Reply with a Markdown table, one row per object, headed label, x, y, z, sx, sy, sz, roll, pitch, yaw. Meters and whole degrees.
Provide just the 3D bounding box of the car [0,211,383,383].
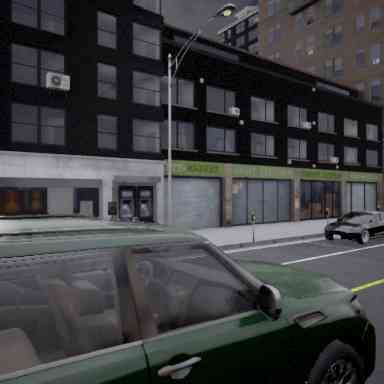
| label | x | y | z | sx | sy | sz | roll | pitch | yaw |
| --- | --- | --- | --- | --- | --- | --- | --- | --- | --- |
| car | -0.762 | 1.224 | 2.735 | 5.566 | 2.045 | 2.150 | 0 | 0 | -36 |
